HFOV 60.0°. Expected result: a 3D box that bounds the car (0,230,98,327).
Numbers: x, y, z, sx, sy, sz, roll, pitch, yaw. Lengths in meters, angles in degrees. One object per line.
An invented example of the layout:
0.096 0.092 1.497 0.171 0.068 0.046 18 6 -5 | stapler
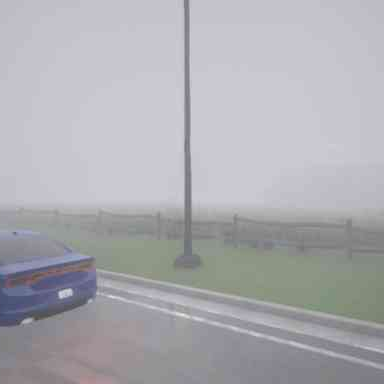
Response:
-4.099 1.534 6.919 5.008 1.535 1.882 0 0 36 | car
